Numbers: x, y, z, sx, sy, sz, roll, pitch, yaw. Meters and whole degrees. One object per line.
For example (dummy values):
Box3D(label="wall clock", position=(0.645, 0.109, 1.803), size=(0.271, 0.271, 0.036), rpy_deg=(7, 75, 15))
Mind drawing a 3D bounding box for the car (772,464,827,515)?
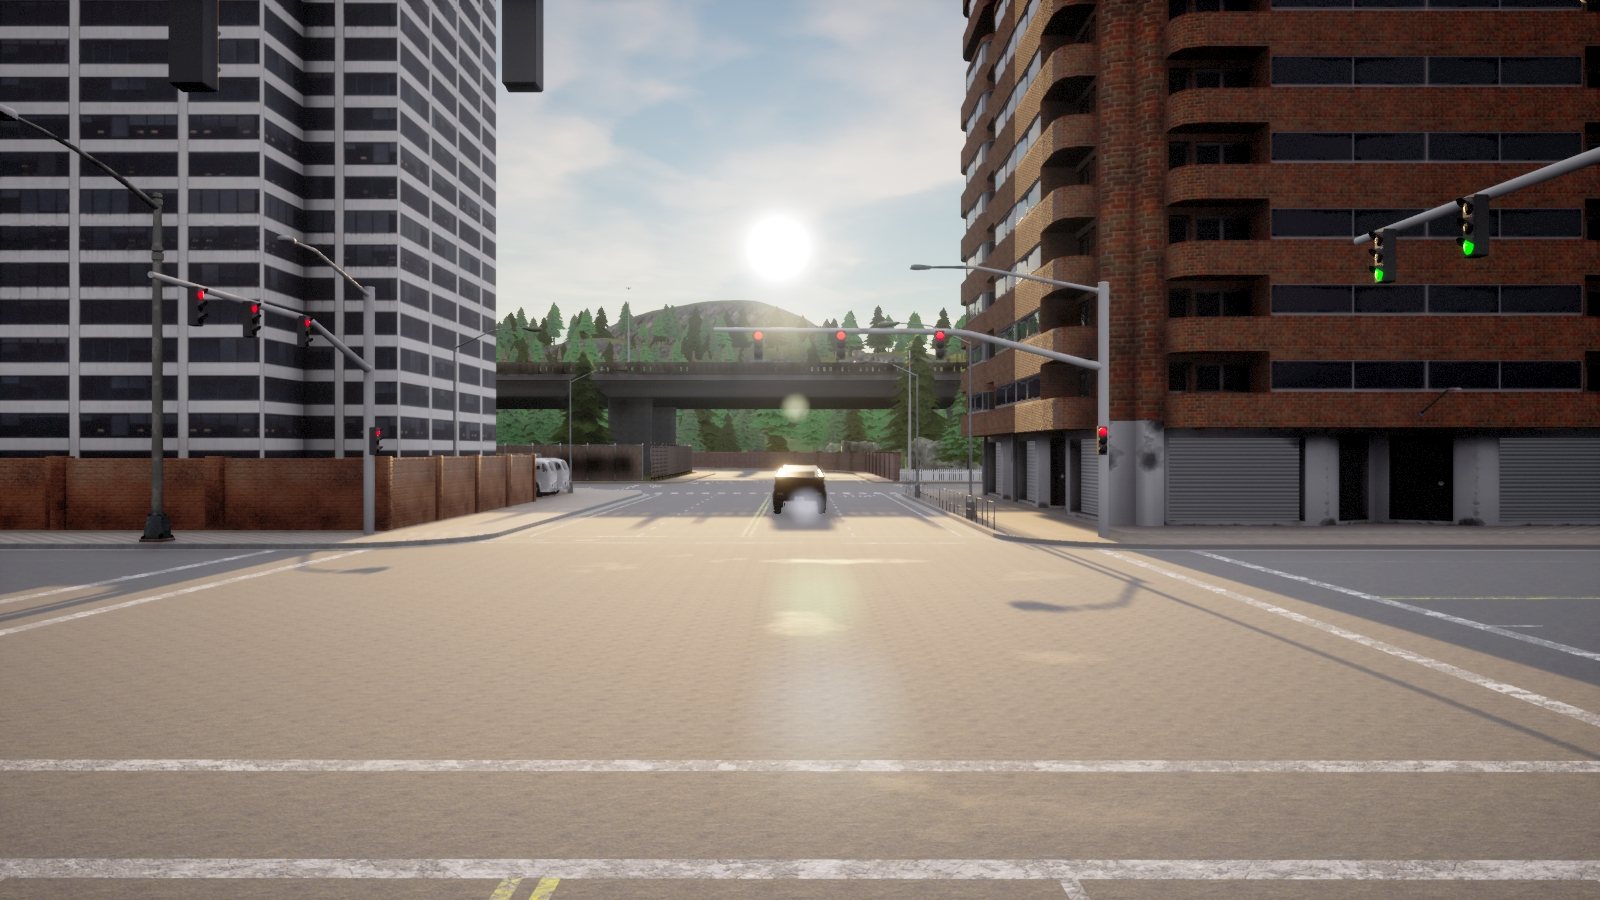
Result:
Box3D(label="car", position=(-0.014, 1.751, 52.434), size=(2.390, 2.098, 6.274), rpy_deg=(0, 0, 0))
